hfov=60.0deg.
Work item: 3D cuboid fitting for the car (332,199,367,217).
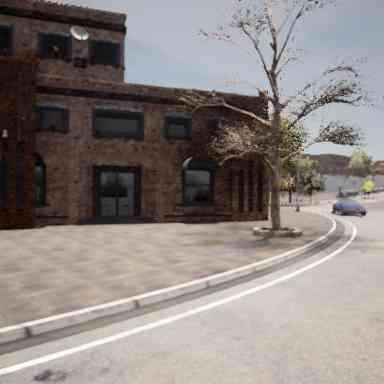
[{"bbox_3d":[14.009,1.378,29.872,1.812,1.442,4.674,0,0,7],"label":"car"}]
